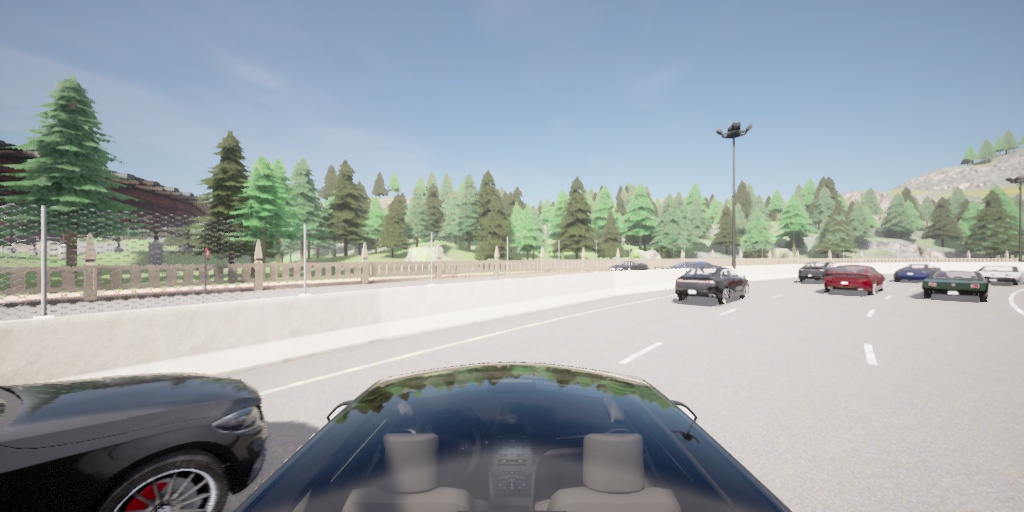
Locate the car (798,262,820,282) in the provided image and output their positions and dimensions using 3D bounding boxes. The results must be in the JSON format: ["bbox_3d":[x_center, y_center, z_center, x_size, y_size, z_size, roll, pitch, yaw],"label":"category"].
[{"bbox_3d":[23.494,1.224,27.070,4.902,1.511,2.128,0,0,-32],"label":"car"}]

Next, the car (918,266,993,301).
[{"bbox_3d":[21.374,1.341,17.226,4.718,1.301,1.895,0,0,-36],"label":"car"}]

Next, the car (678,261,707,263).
[{"bbox_3d":[15.541,1.210,30.465,5.008,1.535,1.882,0,0,-34],"label":"car"}]

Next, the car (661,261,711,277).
[{"bbox_3d":[17.476,1.276,35.919,5.357,1.411,2.033,0,0,-32],"label":"car"}]

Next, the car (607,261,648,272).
[{"bbox_3d":[11.740,1.220,36.328,4.902,1.511,2.128,0,0,-34],"label":"car"}]

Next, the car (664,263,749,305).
[{"bbox_3d":[9.076,1.232,16.145,4.902,1.511,2.128,0,0,-43],"label":"car"}]

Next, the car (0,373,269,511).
[{"bbox_3d":[-3.857,1.276,1.572,1.812,1.442,4.674,0,0,35],"label":"car"}]

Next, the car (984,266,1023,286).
[{"bbox_3d":[34.398,1.335,25.140,4.718,1.301,1.895,0,0,-27],"label":"car"}]

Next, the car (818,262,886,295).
[{"bbox_3d":[18.824,1.216,19.660,5.008,1.535,1.882,0,0,-37],"label":"car"}]

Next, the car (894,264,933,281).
[{"bbox_3d":[31.331,1.297,27.482,4.181,1.385,1.994,0,0,-26],"label":"car"}]
